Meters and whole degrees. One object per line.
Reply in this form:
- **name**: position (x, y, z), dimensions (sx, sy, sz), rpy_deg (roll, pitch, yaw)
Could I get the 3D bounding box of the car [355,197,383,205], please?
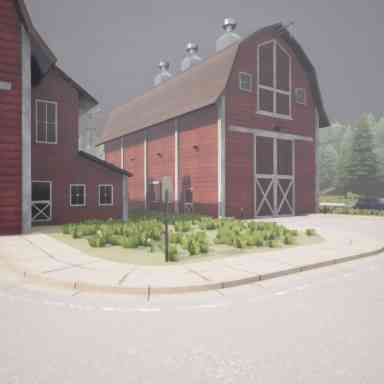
- **car**: position (20.166, 1.386, 36.115), dimensions (2.097, 1.767, 4.553), rpy_deg (0, 0, -34)
